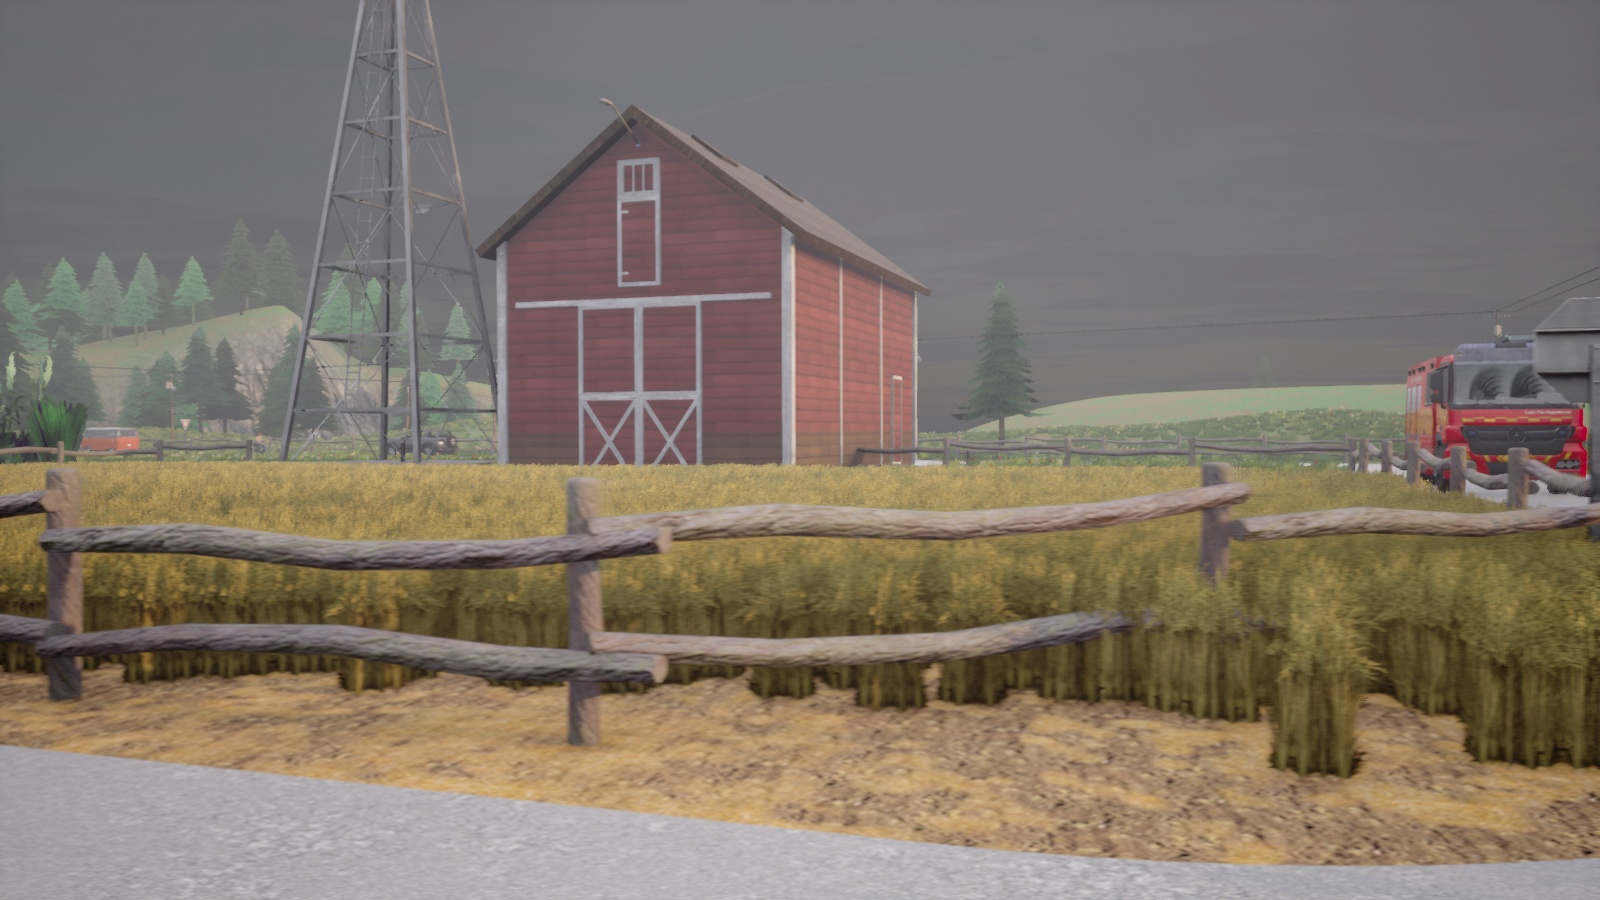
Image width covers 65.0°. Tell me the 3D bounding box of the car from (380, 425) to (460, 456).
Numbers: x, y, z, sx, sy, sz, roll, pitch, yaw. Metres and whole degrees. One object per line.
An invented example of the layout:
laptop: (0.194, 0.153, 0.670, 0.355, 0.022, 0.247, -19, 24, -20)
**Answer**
car: (-23.306, -0.619, 77.005, 4.605, 1.855, 1.932, 1, 1, 25)

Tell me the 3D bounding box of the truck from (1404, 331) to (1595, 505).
truck: (17.538, -0.764, 32.093, 2.891, 3.827, 8.468, 1, 1, 20)
